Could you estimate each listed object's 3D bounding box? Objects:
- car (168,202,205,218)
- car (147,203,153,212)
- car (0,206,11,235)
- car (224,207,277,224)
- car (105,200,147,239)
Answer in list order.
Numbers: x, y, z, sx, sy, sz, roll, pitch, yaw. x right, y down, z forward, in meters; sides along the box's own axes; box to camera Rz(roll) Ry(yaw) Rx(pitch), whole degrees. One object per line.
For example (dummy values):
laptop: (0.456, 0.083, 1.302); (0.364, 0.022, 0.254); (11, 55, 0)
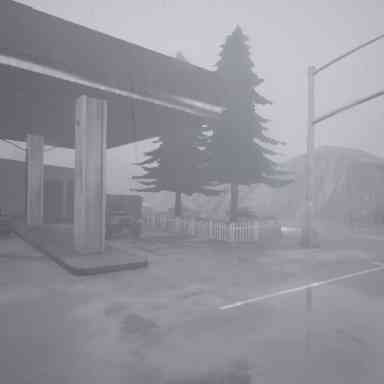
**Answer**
car: (-0.606, 1.718, 31.937); (1.812, 1.442, 4.674); (1, 0, -35)
car: (-6.467, 1.650, 40.267); (1.812, 1.442, 4.674); (1, 0, -35)
car: (-11.544, 1.522, 18.557); (2.242, 1.667, 4.611); (1, 0, -36)
car: (4.307, 1.814, 24.936); (1.994, 1.385, 4.181); (1, 0, -35)
car: (-4.413, 1.446, 18.345); (1.905, 1.878, 3.866); (1, 0, -36)
